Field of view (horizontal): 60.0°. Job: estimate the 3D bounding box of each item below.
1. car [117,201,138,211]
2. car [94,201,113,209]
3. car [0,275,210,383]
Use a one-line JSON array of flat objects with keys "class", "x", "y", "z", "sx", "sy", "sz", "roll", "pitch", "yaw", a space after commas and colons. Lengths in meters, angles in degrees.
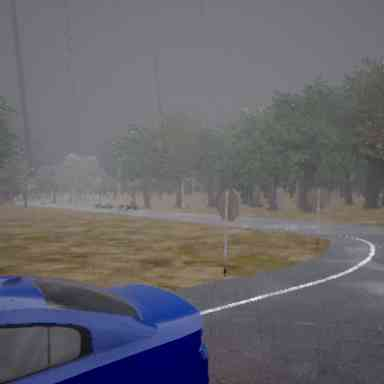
[{"class": "car", "x": -10.077, "y": 2.120, "z": 51.642, "sx": 1.837, "sy": 1.490, "sz": 4.892, "roll": 2, "pitch": -2, "yaw": -34}, {"class": "car", "x": -15.990, "y": 2.332, "z": 60.139, "sx": 2.033, "sy": 1.411, "sz": 5.357, "roll": 2, "pitch": -2, "yaw": -35}, {"class": "car", "x": -2.170, "y": 1.480, "z": 2.317, "sx": 5.008, "sy": 1.535, "sz": 1.882, "roll": 0, "pitch": 0, "yaw": -36}]
